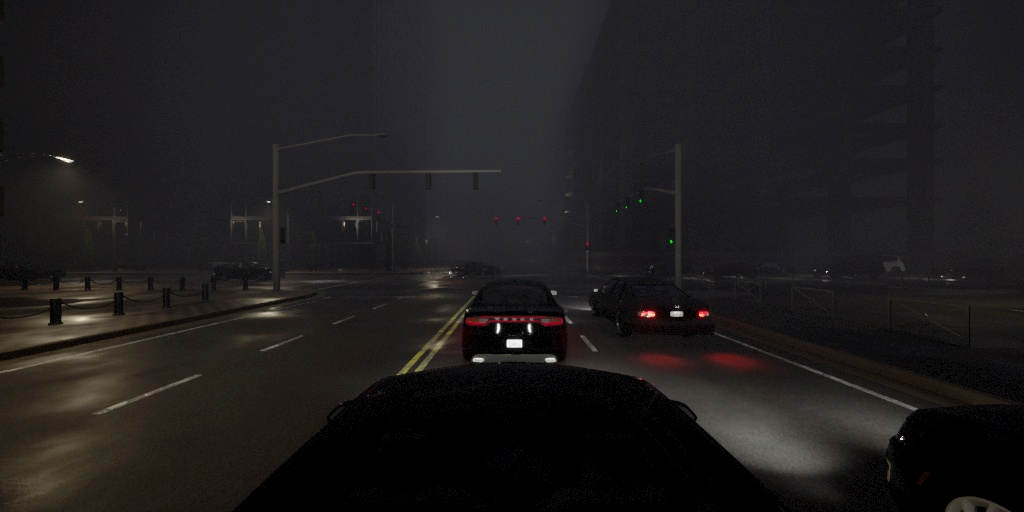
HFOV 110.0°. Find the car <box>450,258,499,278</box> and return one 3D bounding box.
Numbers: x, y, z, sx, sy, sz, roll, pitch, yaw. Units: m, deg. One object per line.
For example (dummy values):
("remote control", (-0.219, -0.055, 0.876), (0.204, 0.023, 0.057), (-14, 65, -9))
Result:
("car", (-3.183, 1.211, 32.756), (2.128, 1.511, 4.902), (1, 0, 43))

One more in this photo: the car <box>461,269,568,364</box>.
("car", (0.055, 1.228, 8.124), (1.882, 1.535, 5.008), (0, 0, 0))

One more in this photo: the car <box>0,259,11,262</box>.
("car", (-51.177, 1.046, 34.783), (4.553, 1.767, 2.097), (0, 0, 1))

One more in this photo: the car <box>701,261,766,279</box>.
("car", (19.154, 1.220, 31.503), (4.674, 1.442, 1.812), (0, 0, 0))

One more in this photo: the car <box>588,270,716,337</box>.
("car", (3.571, 1.297, 10.248), (2.033, 1.411, 5.357), (0, 0, 0))

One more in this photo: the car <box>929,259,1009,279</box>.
("car", (39.912, 1.172, 31.575), (5.008, 1.535, 1.882), (0, 0, 0))

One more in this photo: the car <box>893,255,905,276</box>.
("car", (34.890, 0.916, 35.074), (5.566, 2.045, 2.150), (0, 0, 0))

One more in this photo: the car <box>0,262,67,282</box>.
("car", (-37.371, 1.295, 27.463), (4.718, 1.301, 1.895), (0, 0, 1))

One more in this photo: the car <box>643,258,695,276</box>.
("car", (15.230, 1.046, 35.031), (4.553, 1.767, 2.097), (0, 0, 0))

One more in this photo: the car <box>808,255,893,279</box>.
("car", (29.420, 0.916, 31.558), (5.566, 2.045, 2.150), (0, 0, 0))

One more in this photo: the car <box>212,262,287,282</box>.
("car", (-19.961, 1.186, 27.391), (4.902, 1.511, 2.128), (0, 0, 0))

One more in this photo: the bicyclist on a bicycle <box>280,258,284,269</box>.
("bicyclist on a bicycle", (-25.408, 0.995, 39.334), (0.582, 1.620, 1.656), (0, 0, 0))

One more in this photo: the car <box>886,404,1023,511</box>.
("car", (3.600, 1.255, 0.511), (1.837, 1.490, 4.892), (0, 0, 0))

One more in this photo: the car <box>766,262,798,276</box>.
("car", (24.698, 1.242, 35.044), (5.357, 1.411, 2.033), (0, 0, 0))
